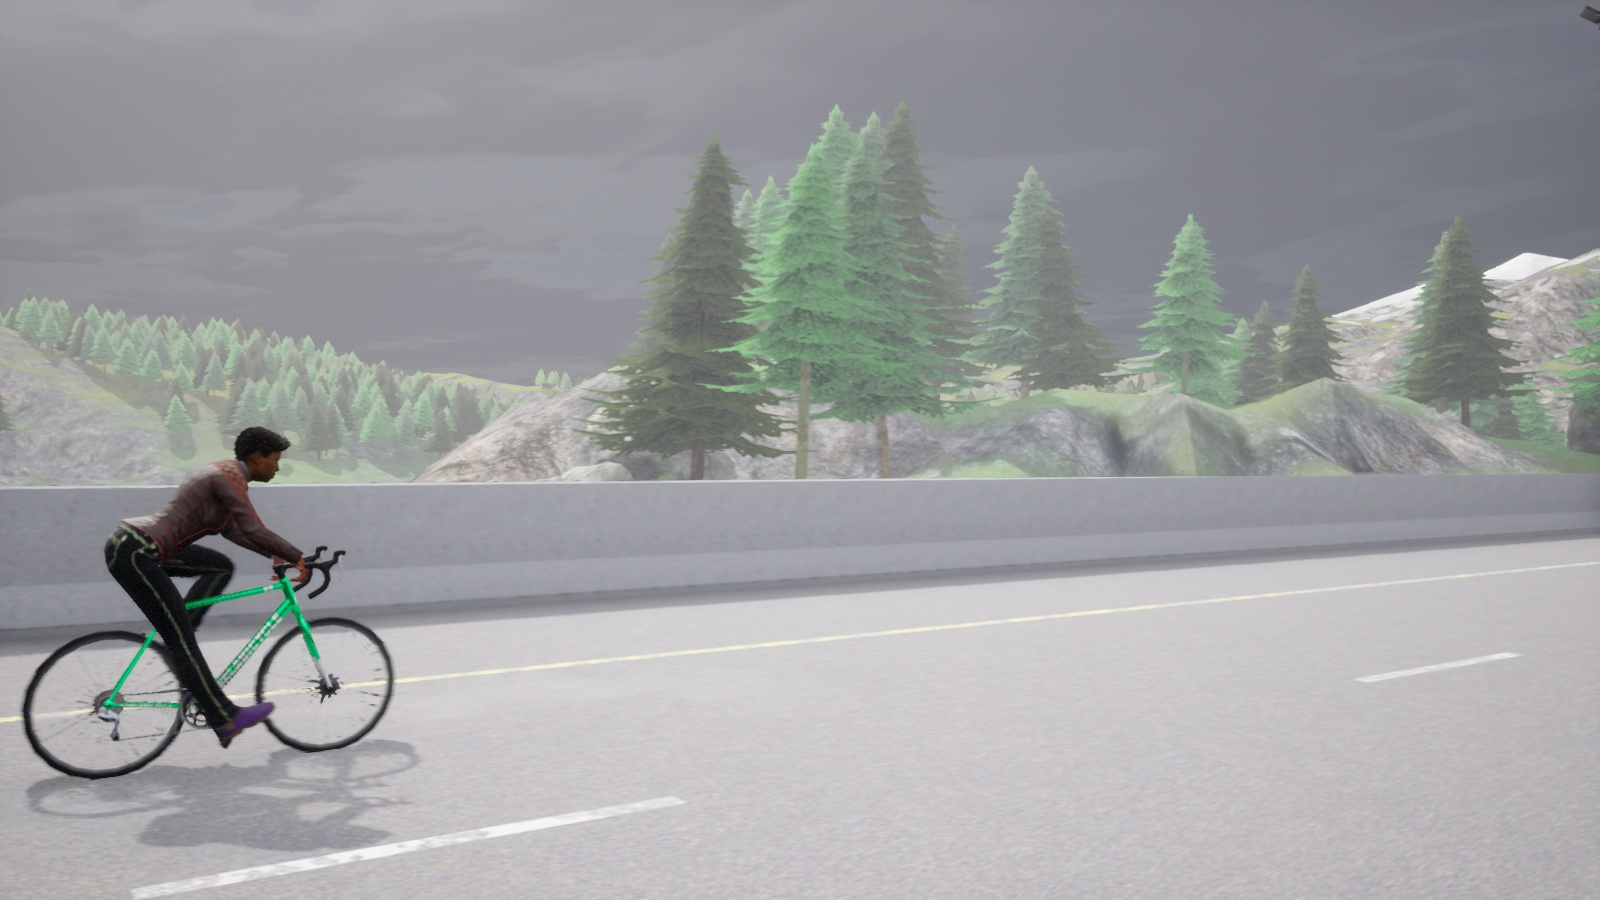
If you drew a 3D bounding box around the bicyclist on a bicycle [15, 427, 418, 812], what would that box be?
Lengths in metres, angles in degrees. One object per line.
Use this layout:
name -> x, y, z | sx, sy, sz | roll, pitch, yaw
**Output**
bicyclist on a bicycle -> -2.753, 0.721, 6.007 | 1.656, 1.620, 0.582 | 1, -1, -35
